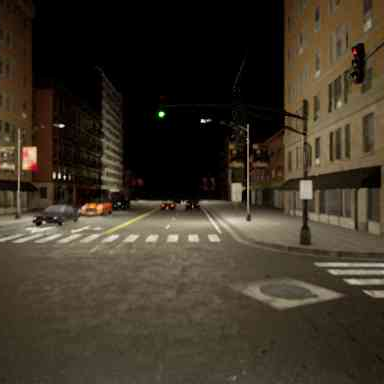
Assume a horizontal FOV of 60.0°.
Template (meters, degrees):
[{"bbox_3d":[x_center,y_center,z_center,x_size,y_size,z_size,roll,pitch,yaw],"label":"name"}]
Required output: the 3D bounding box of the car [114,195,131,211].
[{"bbox_3d":[-9.739,1.402,45.063,2.150,2.045,5.566,0,0,0],"label":"car"}]

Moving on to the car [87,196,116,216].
[{"bbox_3d":[-9.811,1.493,34.649,2.097,1.767,4.553,0,0,0],"label":"car"}]

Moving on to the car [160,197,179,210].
[{"bbox_3d":[-3.140,1.781,45.085,1.895,1.301,4.718,0,0,0],"label":"car"}]

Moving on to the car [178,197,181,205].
[{"bbox_3d":[-3.143,1.793,67.646,1.812,1.442,4.674,0,0,0],"label":"car"}]

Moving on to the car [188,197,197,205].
[{"bbox_3d":[0.102,1.767,66.560,1.837,1.490,4.892,0,0,0],"label":"car"}]

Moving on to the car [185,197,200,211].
[{"bbox_3d":[0.110,1.704,44.412,1.812,1.442,4.674,0,0,0],"label":"car"}]

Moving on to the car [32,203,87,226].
[{"bbox_3d":[-9.839,1.650,24.759,2.033,1.411,5.357,0,0,0],"label":"car"}]
